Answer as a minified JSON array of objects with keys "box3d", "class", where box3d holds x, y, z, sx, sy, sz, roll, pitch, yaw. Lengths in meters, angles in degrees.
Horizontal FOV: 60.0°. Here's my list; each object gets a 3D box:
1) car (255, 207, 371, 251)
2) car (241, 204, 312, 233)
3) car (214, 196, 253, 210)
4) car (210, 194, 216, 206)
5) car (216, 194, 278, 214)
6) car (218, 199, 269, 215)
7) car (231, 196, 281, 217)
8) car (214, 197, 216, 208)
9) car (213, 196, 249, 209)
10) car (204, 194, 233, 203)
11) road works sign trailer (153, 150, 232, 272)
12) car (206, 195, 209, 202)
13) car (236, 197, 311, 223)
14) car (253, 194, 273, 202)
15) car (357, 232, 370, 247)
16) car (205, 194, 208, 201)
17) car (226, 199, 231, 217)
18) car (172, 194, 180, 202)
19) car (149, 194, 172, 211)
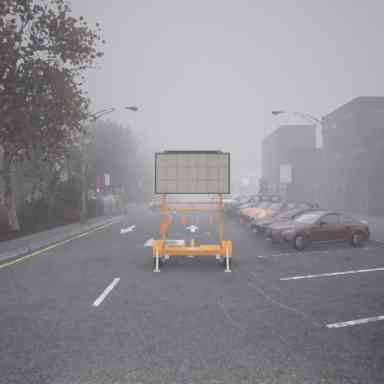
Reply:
[{"box3d":[5.336,1.528,14.043,4.674,1.452,2.002,1,0,-20],"class":"car"},{"box3d":[5.318,1.518,17.035,4.792,1.488,2.163,1,0,-20],"class":"car"},{"box3d":[5.463,1.414,44.061,4.553,1.767,2.185,1,0,-20],"class":"car"},{"box3d":[5.437,1.271,38.048,5.566,2.045,2.435,1,0,-20],"class":"car"},{"box3d":[5.397,1.252,29.031,5.566,2.045,2.435,1,0,-20],"class":"car"},{"box3d":[5.414,1.545,35.046,4.792,1.488,2.163,1,0,-20],"class":"car"},{"box3d":[5.407,1.369,23.056,4.553,1.767,2.185,1,0,-20],"class":"car"},{"box3d":[5.251,1.503,31.989,5.366,1.575,1.946,1,0,-20],"class":"car"},{"box3d":[5.480,1.424,47.063,4.553,1.767,2.185,1,0,-20],"class":"car"},{"box3d":[5.611,1.391,71.120,5.566,2.045,2.435,1,0,-20],"class":"car"},{"box3d":[0.018,0.465,10.777,2.380,3.560,2.880,0,0,0],"class":"road works sign trailer"},{"box3d":[5.545,1.583,56.082,5.008,1.535,2.097,1,-1,-20],"class":"car"},{"box3d":[5.392,1.366,20.055,4.553,1.767,2.185,1,0,-20],"class":"car"},{"box3d":[18.624,1.463,87.074,2.435,2.045,5.566,0,0,-21],"class":"car"},{"box3d":[5.317,1.487,5.043,4.892,1.521,2.231,1,0,-20],"class":"car"},{"box3d":[5.404,1.613,65.027,5.366,1.575,1.946,1,0,-20],"class":"car"},{"box3d":[5.387,1.538,26.052,4.674,1.452,2.002,1,0,-20],"class":"car"},{"box3d":[-3.757,1.394,74.781,2.150,2.045,5.566,0,0,1],"class":"car"},{"box3d":[-3.957,1.396,40.609,2.097,1.767,4.553,0,0,0],"class":"car"}]
